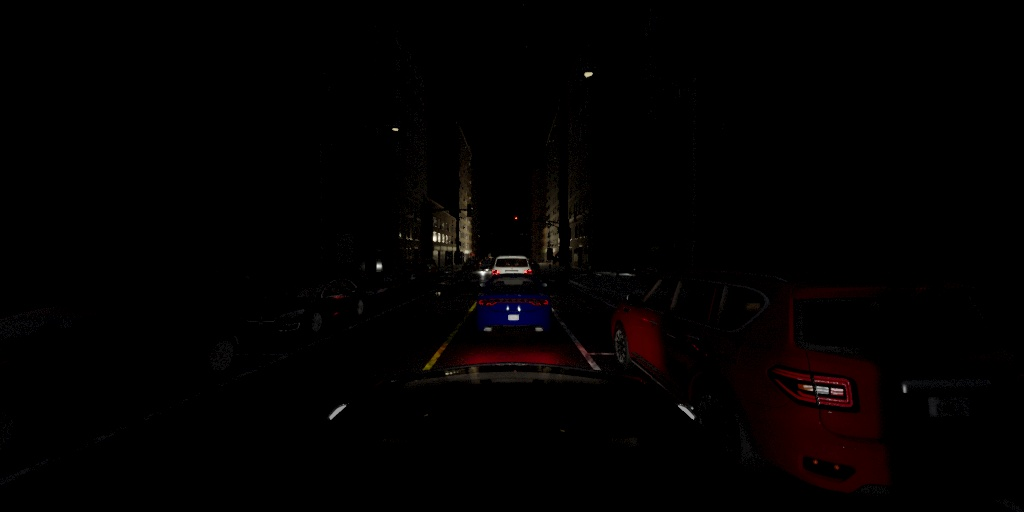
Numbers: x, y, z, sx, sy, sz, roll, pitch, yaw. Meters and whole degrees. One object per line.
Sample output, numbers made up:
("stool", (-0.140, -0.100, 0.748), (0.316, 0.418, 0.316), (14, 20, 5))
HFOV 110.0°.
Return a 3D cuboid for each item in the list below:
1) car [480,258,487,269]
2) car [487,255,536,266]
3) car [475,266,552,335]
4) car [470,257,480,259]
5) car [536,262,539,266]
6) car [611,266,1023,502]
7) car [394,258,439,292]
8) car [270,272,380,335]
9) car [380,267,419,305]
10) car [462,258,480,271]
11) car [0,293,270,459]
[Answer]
("car", (-3.154, 1.295, 48.980), (1.812, 1.442, 4.674), (0, 0, -3))
("car", (-0.016, 0.971, 20.159), (2.150, 2.045, 5.566), (0, 0, 0))
("car", (0.044, 1.226, 10.499), (1.882, 1.535, 5.008), (0, 0, 0))
("car", (-5.728, 1.089, 54.004), (2.192, 1.841, 5.009), (0, 0, 0))
("car", (2.804, 1.350, 48.476), (1.802, 1.307, 4.207), (0, 0, 0))
("car", (2.855, 1.064, 4.724), (2.192, 1.841, 5.009), (0, 0, 0))
("car", (-5.689, 1.064, 21.439), (2.192, 1.841, 5.009), (0, 0, 0))
("car", (-5.676, 1.299, 10.274), (2.007, 1.370, 4.403), (0, 0, 0))
("car", (-5.683, 1.330, 15.857), (1.802, 1.307, 4.207), (0, 0, 0))
("car", (-5.721, 1.350, 48.439), (1.802, 1.307, 4.207), (0, 0, 0))
("car", (-5.670, 1.294, 4.692), (1.888, 1.381, 4.507), (0, 0, 0))
